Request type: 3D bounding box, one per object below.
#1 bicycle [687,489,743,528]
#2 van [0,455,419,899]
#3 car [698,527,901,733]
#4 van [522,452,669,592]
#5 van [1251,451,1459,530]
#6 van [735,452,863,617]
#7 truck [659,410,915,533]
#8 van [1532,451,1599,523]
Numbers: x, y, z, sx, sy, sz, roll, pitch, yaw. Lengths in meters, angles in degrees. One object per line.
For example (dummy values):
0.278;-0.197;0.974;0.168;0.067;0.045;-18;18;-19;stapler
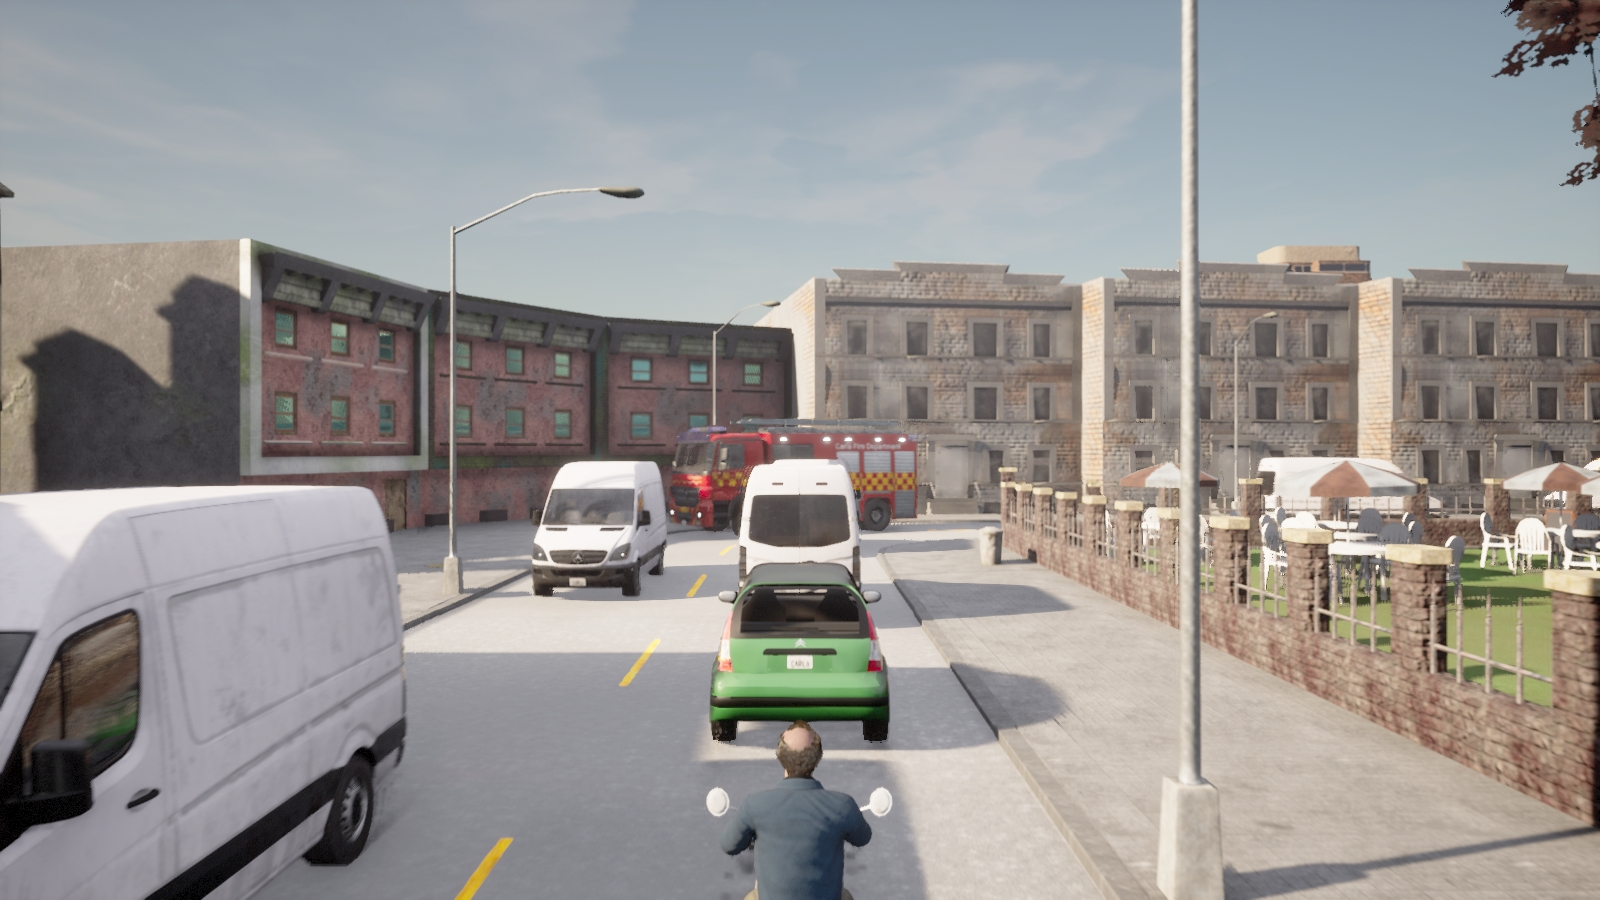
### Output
-2.814;1.938;37.929;1.835;1.271;0.329;0;0;0;bicycle
-4.010;1.315;6.091;1.988;2.561;5.915;0;0;0;van
-0.006;1.779;12.443;1.851;1.617;3.988;0;0;0;car
-4.058;1.314;23.762;1.988;2.561;5.915;0;0;0;van
18.356;1.313;37.977;5.915;2.561;1.988;0;0;1;van
-0.010;1.313;20.700;1.988;2.561;5.915;0;0;0;van
-0.340;0.670;39.229;8.468;3.827;2.891;0;0;-31;truck
30.435;1.312;41.896;5.915;2.561;1.988;0;0;0;van
